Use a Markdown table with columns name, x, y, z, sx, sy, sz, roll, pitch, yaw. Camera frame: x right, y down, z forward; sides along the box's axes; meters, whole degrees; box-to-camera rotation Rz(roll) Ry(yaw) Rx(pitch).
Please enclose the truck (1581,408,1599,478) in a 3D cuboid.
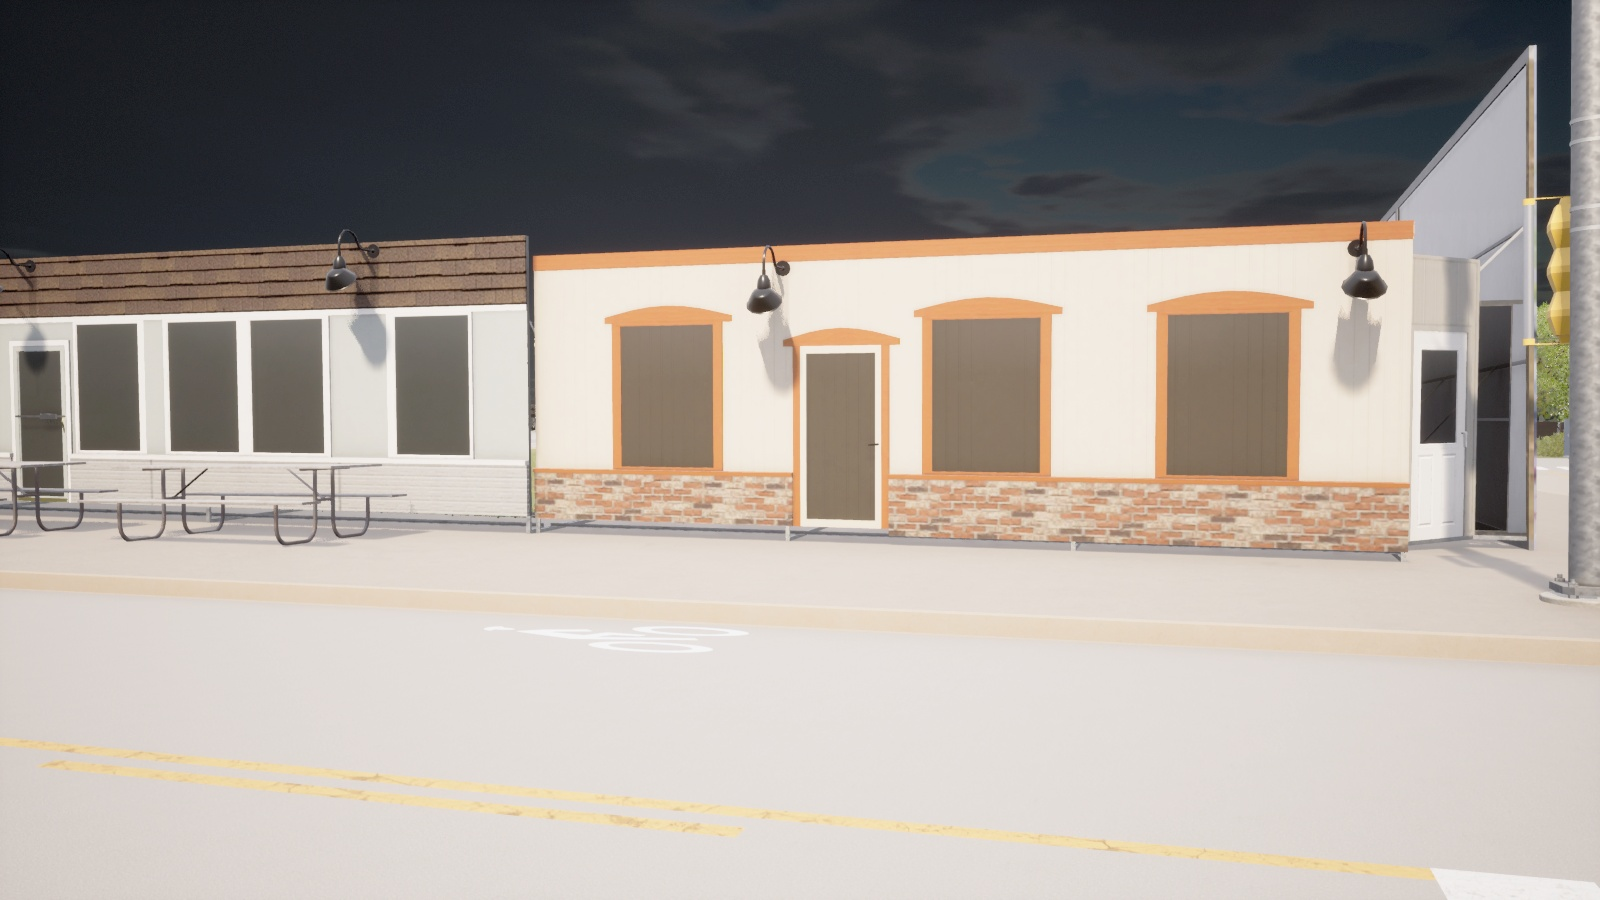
| name | x | y | z | sx | sy | sz | roll | pitch | yaw |
| --- | --- | --- | --- | --- | --- | --- | --- | --- | --- |
| truck | 29.886 | -0.195 | 44.201 | 2.627 | 2.467 | 5.204 | 1 | 3 | 15 |
